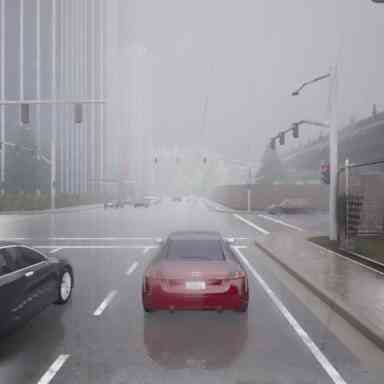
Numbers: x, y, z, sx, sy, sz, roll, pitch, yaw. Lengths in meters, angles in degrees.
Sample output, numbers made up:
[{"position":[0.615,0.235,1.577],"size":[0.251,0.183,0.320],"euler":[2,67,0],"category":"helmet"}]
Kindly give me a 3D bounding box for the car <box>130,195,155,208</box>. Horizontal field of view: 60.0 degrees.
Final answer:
[{"position":[-7.106,1.547,47.978],"size":[2.033,1.411,5.357],"euler":[0,0,0],"category":"car"}]

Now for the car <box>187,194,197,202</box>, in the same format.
[{"position":[-0.028,1.519,74.585],"size":[1.812,1.442,4.674],"euler":[0,0,0],"category":"car"}]

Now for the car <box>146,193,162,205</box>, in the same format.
[{"position":[-7.096,1.221,58.168],"size":[2.150,2.045,5.566],"euler":[0,0,1],"category":"car"}]

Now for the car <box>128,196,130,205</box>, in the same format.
[{"position":[-10.604,1.505,54.596],"size":[1.837,1.490,4.892],"euler":[0,0,0],"category":"car"}]

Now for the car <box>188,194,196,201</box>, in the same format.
[{"position":[-0.031,1.361,84.694],"size":[1.837,1.490,4.892],"euler":[0,0,0],"category":"car"}]

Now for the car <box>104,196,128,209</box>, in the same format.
[{"position":[-10.609,1.492,45.352],"size":[2.128,1.511,4.902],"euler":[0,0,0],"category":"car"}]

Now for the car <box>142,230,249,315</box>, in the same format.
[{"position":[0.069,1.564,7.680],"size":[1.994,1.385,4.181],"euler":[0,0,0],"category":"car"}]

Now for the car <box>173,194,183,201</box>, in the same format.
[{"position":[-3.531,1.386,84.693],"size":[2.128,1.511,4.902],"euler":[0,0,0],"category":"car"}]

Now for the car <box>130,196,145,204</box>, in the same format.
[{"position":[-10.556,1.547,64.911],"size":[2.033,1.411,5.357],"euler":[0,0,1],"category":"car"}]

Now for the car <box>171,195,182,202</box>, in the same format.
[{"position":[-3.528,1.495,74.269],"size":[1.837,1.490,4.892],"euler":[0,0,0],"category":"car"}]

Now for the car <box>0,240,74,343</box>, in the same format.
[{"position":[-3.444,1.505,5.222],"size":[1.837,1.490,4.892],"euler":[0,0,0],"category":"car"}]

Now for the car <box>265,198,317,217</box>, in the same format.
[{"position":[9.374,1.407,31.801],"size":[4.553,1.767,2.097],"euler":[0,0,0],"category":"car"}]
